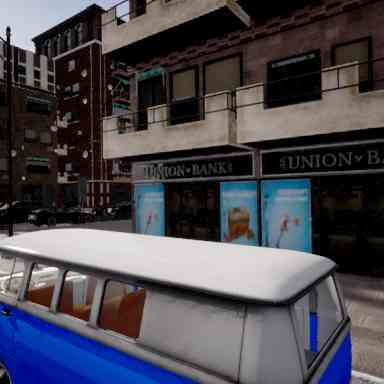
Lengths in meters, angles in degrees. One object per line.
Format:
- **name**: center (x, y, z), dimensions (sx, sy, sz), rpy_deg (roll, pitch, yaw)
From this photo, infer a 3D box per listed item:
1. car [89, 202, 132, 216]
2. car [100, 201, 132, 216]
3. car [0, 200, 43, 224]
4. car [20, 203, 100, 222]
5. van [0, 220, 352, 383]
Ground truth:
- **car**: center (-8.868, 1.797, 36.457), dimensions (1.947, 1.339, 4.313), rpy_deg (-2, -1, 36)
- **car**: center (-6.748, 1.677, 34.964), dimensions (2.128, 1.511, 4.902), rpy_deg (-1, -1, 36)
- **car**: center (-13.467, 1.473, 25.759), dimensions (2.097, 1.767, 4.553), rpy_deg (-1, -1, 36)
- **car**: center (-8.744, 1.583, 22.405), dimensions (1.947, 1.339, 4.313), rpy_deg (-2, -1, 36)
- **van**: center (-0.578, 1.342, 3.263), dimensions (3.998, 1.788, 1.690), rpy_deg (0, -1, 35)
